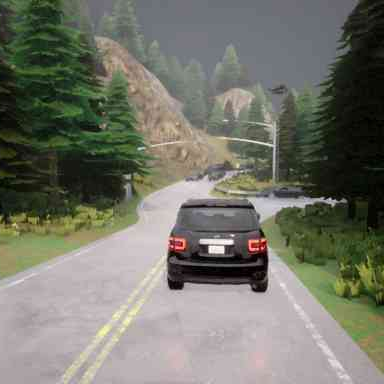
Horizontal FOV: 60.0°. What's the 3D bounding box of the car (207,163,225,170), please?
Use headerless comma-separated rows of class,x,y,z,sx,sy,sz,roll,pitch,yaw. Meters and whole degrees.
car,4.458,-4.334,63.770,2.150,2.045,5.566,3,10,36

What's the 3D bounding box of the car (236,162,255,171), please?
car,11.496,-5.591,70.920,4.553,1.767,2.097,-9,9,-36

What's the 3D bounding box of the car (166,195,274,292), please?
car,0.706,1.173,8.984,2.150,2.045,5.566,0,0,5

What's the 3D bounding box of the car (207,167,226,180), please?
car,4.316,-2.860,56.480,2.033,1.411,5.357,2,10,21

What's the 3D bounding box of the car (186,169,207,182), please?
car,0.435,-2.528,55.238,1.994,1.385,4.181,2,10,19

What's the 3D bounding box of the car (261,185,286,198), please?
car,9.496,0.005,33.933,4.892,1.490,1.837,0,5,4
